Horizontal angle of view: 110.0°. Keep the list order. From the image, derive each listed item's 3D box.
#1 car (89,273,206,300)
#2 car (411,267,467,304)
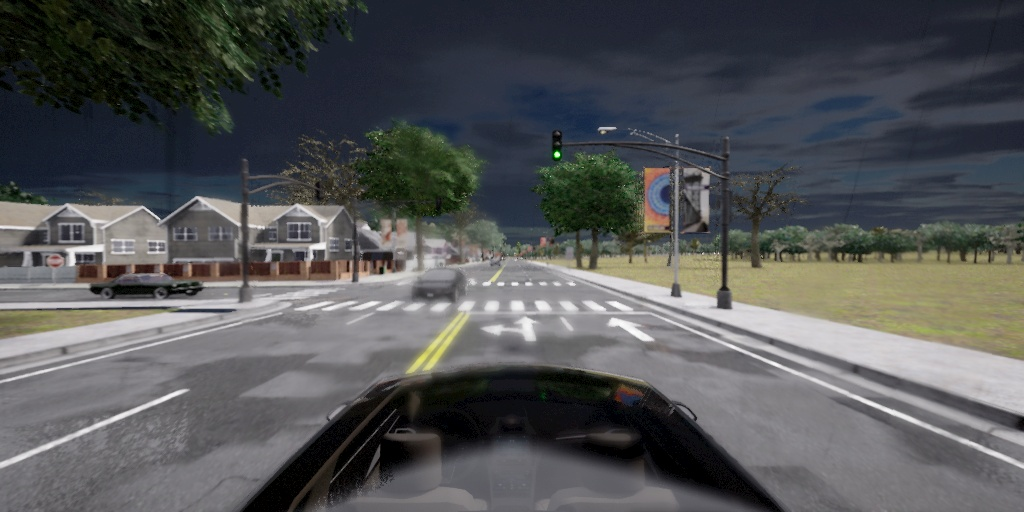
[{"bbox_3d":[-19.215,1.585,19.057,4.718,1.301,1.895,-1,1,3],"label":"car"},{"bbox_3d":[-3.255,1.285,16.795,1.882,1.535,5.008,0,0,0],"label":"car"}]
